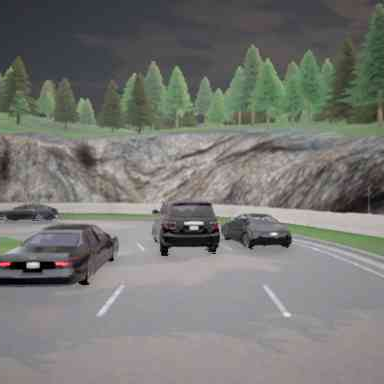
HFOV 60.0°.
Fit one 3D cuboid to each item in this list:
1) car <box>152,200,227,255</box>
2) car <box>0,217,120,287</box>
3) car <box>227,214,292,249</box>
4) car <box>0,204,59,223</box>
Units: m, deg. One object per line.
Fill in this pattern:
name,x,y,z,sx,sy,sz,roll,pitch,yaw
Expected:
car,-0.423,1.341,14.135,2.150,2.045,5.566,1,0,-10
car,-3.456,1.627,9.586,2.033,1.411,5.357,0,0,-2
car,2.813,1.693,15.444,1.994,1.385,4.181,0,-1,-15
car,-13.542,1.728,27.312,4.892,1.490,1.837,0,-2,0
